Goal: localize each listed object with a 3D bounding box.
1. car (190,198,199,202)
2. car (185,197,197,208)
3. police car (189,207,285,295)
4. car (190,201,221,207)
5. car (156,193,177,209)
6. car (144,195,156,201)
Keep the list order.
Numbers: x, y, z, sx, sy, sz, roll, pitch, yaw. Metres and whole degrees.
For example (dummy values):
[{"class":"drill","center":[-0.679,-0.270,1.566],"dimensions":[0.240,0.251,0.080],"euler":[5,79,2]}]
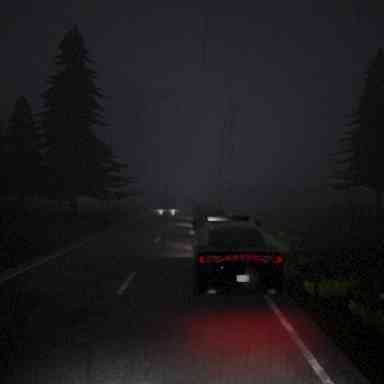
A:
[{"class":"car","center":[0.943,1.474,24.720],"dimensions":[1.837,1.490,4.892],"euler":[0,0,0]},{"class":"car","center":[0.010,1.420,46.444],"dimensions":[1.882,1.535,5.008],"euler":[0,0,0]},{"class":"police car","center":[0.954,1.414,8.830],"dimensions":[1.930,1.638,5.238],"euler":[0,0,0]},{"class":"car","center":[0.947,1.482,18.720],"dimensions":[1.837,1.490,4.892],"euler":[0,0,0]},{"class":"car","center":[-3.232,1.176,45.686],"dimensions":[2.150,2.045,5.566],"euler":[0,0,0]},{"class":"car","center":[-7.404,1.322,57.241],"dimensions":[5.008,1.535,1.882],"euler":[2,0,0]}]
